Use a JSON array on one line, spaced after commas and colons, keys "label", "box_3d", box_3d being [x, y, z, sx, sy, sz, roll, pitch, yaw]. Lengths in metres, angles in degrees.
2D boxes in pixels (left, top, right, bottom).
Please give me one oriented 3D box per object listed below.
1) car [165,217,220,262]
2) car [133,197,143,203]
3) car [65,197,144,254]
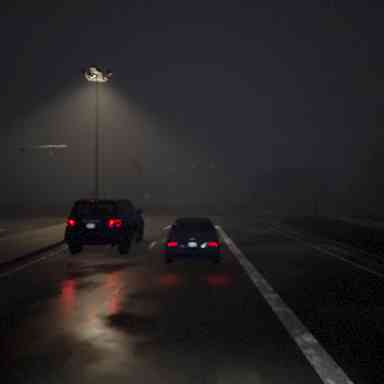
[{"label": "car", "box_3d": [0.038, 1.636, 12.450, 2.033, 1.411, 5.357, 0, 0, 1]}, {"label": "car", "box_3d": [-15.025, 2.179, 92.892, 1.812, 1.442, 4.674, 0, 0, 0]}, {"label": "car", "box_3d": [-3.448, 1.315, 14.093, 2.150, 2.045, 5.566, 0, -1, 1]}]
